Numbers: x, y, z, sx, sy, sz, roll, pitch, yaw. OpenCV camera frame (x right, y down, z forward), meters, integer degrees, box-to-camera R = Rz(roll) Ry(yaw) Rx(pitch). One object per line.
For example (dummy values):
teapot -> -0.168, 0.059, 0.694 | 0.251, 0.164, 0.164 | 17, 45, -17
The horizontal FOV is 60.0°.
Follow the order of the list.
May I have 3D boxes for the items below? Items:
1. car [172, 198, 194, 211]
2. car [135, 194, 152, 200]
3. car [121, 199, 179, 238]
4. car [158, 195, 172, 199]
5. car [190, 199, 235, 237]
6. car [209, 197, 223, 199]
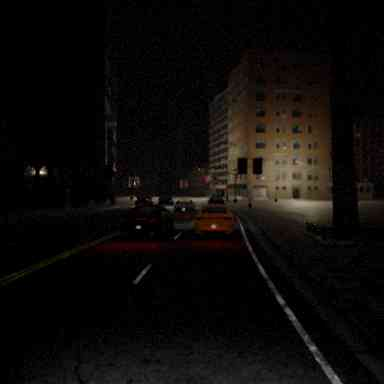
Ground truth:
car -> -0.707, 1.385, 34.499 | 1.895, 1.301, 4.718 | 0, 0, 3
car -> -6.997, 1.040, 48.406 | 2.097, 1.767, 4.553 | 0, 0, 0
car -> -2.092, 1.369, 16.932 | 1.882, 1.535, 5.008 | 0, 0, 5
car -> -3.757, 1.177, 47.327 | 1.882, 1.535, 5.008 | 0, 0, 0
car -> 1.211, 1.374, 17.307 | 1.882, 1.535, 5.008 | 0, 0, 5
car -> 2.636, 1.253, 36.808 | 1.882, 1.535, 5.008 | 0, 0, 3
